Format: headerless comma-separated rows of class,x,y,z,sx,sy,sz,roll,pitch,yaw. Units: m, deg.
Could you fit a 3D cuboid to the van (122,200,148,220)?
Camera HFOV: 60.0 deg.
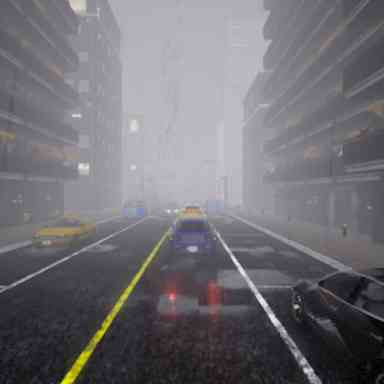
van,-5.719,1.719,32.650,1.690,1.788,3.998,-1,-1,0

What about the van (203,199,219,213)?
van,2.657,1.852,43.945,1.690,1.788,3.998,-1,-1,0

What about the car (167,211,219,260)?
car,0.045,1.676,12.976,1.812,1.442,4.674,0,0,0

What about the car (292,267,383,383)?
car,2.677,1.617,4.301,1.947,1.339,4.313,-1,-1,0

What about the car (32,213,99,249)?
car,-5.708,1.704,15.487,1.752,1.417,4.829,-1,-1,0

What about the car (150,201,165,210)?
car,-5.725,2.194,55.302,2.008,1.369,4.403,-1,-1,0

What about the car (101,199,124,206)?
car,-17.917,2.381,75.267,4.829,1.417,1.752,0,0,0

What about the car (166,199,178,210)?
car,-3.073,2.191,53.879,1.994,1.385,4.181,0,-1,0

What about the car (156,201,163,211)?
car,-5.723,2.100,49.469,1.752,1.417,4.829,-1,-1,0

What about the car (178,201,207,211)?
car,0.042,1.807,28.488,1.882,1.535,5.008,0,0,0

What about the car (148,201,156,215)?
car,-5.718,1.994,38.311,2.008,1.369,4.403,-1,-1,0
